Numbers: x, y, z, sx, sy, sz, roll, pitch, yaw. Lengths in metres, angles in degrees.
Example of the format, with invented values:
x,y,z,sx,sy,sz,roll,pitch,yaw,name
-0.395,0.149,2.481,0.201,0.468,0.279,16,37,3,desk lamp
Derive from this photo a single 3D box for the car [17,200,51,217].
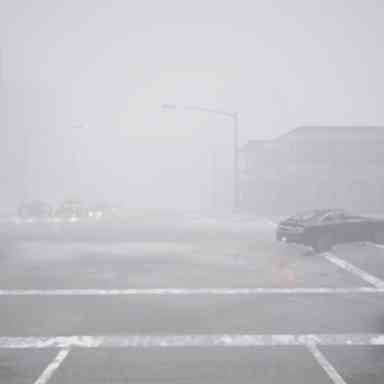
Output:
x,y,z,sx,sy,sz,roll,pitch,yaw,name
-15.063,1.549,32.170,2.128,1.511,4.902,0,-1,-2,car

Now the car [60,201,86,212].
x,y,z,sx,sy,sz,roll,pitch,yaw,name
-15.545,1.833,43.853,1.895,1.301,4.718,0,-1,-2,car

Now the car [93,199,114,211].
x,y,z,sx,sy,sz,roll,pitch,yaw,name
-12.022,1.710,43.291,2.128,1.511,4.902,0,-1,-2,car

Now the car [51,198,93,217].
x,y,z,sx,sy,sz,roll,pitch,yaw,name
-11.564,1.409,32.299,2.097,1.767,4.553,0,-1,-2,car

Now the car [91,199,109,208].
x,y,z,sx,sy,sz,roll,pitch,yaw,name
-16.113,2.018,58.651,1.882,1.535,5.008,0,-1,-2,car

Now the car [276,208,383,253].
x,y,z,sx,sy,sz,roll,pitch,yaw,name
5.701,1.405,13.250,4.902,1.511,2.128,-3,0,-21,car

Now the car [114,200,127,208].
x,y,z,sx,sy,sz,roll,pitch,yaw,name
-12.564,2.044,57.784,1.812,1.442,4.674,0,-1,-2,car
